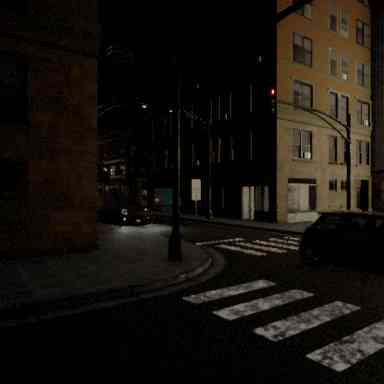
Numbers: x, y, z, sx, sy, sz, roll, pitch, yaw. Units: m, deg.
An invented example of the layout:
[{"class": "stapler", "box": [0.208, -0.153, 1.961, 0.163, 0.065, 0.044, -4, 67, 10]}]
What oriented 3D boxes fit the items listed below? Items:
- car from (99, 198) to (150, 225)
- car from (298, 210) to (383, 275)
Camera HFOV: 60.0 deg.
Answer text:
[{"class": "car", "box": [-4.713, 1.247, 23.001, 2.097, 1.767, 4.553, 0, 0, -35]}, {"class": "car", "box": [5.266, 1.342, 8.981, 2.097, 1.767, 4.553, 0, 0, -35]}]
